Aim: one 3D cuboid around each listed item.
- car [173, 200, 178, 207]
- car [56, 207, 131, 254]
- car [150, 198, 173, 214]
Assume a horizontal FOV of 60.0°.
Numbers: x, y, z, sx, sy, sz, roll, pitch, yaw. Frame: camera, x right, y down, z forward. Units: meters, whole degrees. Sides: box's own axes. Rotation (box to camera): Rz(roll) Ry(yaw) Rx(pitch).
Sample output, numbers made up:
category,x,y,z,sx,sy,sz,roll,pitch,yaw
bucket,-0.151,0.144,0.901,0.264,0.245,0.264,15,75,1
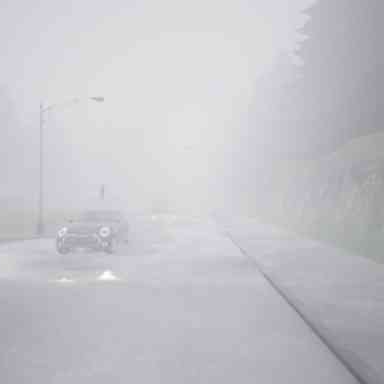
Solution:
category,x,y,z,sx,sy,sz,roll,pitch,yaw
car,-4.001,2.365,70.002,2.033,1.411,5.357,0,-1,0
car,-4.000,1.495,14.189,2.097,1.767,4.553,0,-1,0
car,-4.000,1.851,42.805,2.150,2.045,5.566,0,1,0
